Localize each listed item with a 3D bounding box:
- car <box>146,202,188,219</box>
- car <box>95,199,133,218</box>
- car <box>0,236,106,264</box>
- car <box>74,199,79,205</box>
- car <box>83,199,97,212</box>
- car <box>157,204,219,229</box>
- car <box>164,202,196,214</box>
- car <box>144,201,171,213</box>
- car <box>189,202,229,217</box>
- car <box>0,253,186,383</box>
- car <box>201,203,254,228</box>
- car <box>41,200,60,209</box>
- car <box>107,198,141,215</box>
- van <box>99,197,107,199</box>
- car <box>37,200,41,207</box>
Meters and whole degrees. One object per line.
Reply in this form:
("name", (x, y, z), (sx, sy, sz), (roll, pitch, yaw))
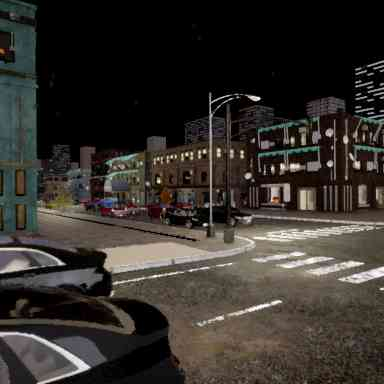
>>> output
("car", (-2.663, 1.875, 31.710), (1.994, 1.385, 4.181), (-1, 0, -35))
("car", (-8.303, 1.847, 35.169), (1.967, 1.590, 4.097), (-1, 0, -35))
("car", (-3.663, 1.492, 5.067), (4.902, 1.511, 2.128), (0, 0, -35))
("car", (-27.049, 2.365, 76.154), (1.947, 1.339, 4.313), (-1, 0, -35))
("car", (-13.798, 2.075, 47.502), (2.033, 1.411, 5.357), (-1, 0, -35))
("car", (-0.381, 1.815, 23.774), (1.947, 1.339, 4.313), (-1, 0, -35))
("car", (-1.462, 1.904, 40.014), (1.802, 1.307, 4.206), (-2, 0, -35))
("car", (-4.659, 1.966, 44.531), (1.802, 1.307, 4.206), (-1, 0, -35))
("car", (1.736, 1.810, 35.496), (2.008, 1.369, 4.403), (-2, 0, -35))
("car", (-2.337, 1.506, 2.021), (4.892, 1.490, 1.837), (0, 0, -35))
("car", (2.447, 1.735, 24.495), (1.812, 1.442, 4.674), (-1, 0, -37))
("car", (-24.195, 2.234, 57.618), (1.752, 1.417, 4.829), (-1, 0, -35))
("car", (-7.819, 1.765, 38.995), (2.097, 1.767, 4.553), (-1, 0, -35))
("van", (-14.260, 1.908, 58.083), (1.690, 1.788, 3.998), (-1, 0, -35))
("car", (-30.690, 2.377, 66.793), (2.008, 1.369, 4.403), (-1, 0, -35))
